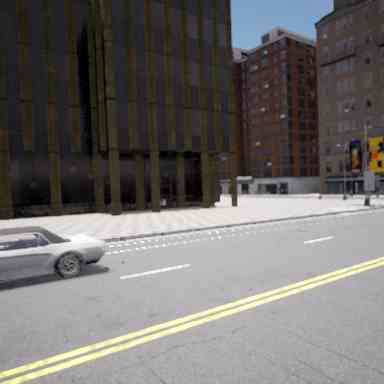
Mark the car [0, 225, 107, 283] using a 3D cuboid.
[{"bbox_3d":[-4.712,1.573,8.311,4.718,1.301,1.895,-2,1,-36],"label":"car"}]
